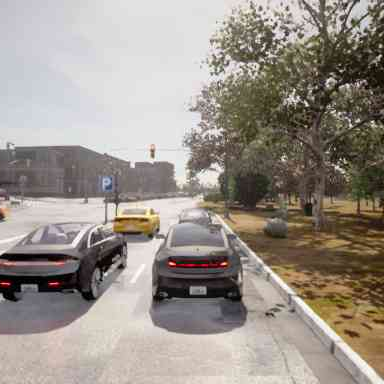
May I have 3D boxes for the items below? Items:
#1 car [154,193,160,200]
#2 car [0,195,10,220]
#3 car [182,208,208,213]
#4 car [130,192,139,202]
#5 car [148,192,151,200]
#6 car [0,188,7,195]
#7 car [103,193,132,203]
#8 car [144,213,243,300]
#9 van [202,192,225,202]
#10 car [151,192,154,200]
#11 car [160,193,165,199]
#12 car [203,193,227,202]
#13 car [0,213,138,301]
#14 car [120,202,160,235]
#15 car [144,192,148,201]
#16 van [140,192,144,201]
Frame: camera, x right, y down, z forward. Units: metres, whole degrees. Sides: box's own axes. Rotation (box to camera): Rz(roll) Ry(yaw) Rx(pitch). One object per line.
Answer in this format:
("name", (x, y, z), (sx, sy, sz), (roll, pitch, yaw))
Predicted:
("car", (-11.437, 1.344, 87.177), (4.674, 1.452, 2.002), (-1, 0, -12))
("car", (-16.622, 1.400, 25.437), (4.553, 1.767, 2.185), (-1, 0, -19))
("car", (0.160, 1.569, 18.061), (2.033, 1.411, 5.357), (0, 0, 1))
("car", (-13.788, 1.305, 66.235), (5.366, 1.575, 1.946), (-1, 0, -15))
("car", (-12.626, 1.348, 78.193), (4.674, 1.452, 2.002), (-1, 0, -13))
("car", (-31.155, 0.129, 54.114), (2.002, 1.452, 4.674), (6, -3, -19))
("car", (-14.433, 1.349, 63.243), (4.792, 1.488, 2.163), (-1, 0, -15))
("car", (0.110, 1.513, 8.359), (1.837, 1.490, 4.892), (0, 0, 0))
("van", (4.295, 1.033, 65.835), (4.442, 1.987, 1.878), (1, 0, -14))
("car", (-12.254, 1.347, 81.195), (4.674, 1.452, 2.002), (-1, 0, -13))
("car", (-10.987, 1.051, 90.183), (5.566, 2.045, 2.435), (-1, 0, -12))
("car", (4.679, 1.131, 68.804), (4.553, 1.767, 2.185), (1, 0, -14))
("car", (-2.890, 1.500, 8.345), (2.128, 1.511, 4.902), (0, 0, 0))
("car", (-2.838, 1.500, 17.836), (1.882, 1.535, 5.008), (0, 0, 0))
("car", (-12.999, 1.310, 75.198), (4.892, 1.521, 2.231), (-1, 0, -14))
("van", (-13.228, 1.082, 72.227), (4.442, 1.987, 1.878), (-1, 0, -14))
